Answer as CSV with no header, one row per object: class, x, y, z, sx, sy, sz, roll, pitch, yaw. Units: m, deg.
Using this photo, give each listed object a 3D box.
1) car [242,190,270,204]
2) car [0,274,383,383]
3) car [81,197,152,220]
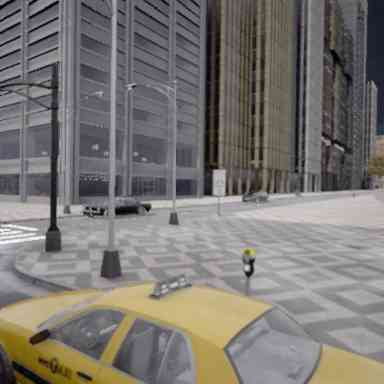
car,7.650,0.587,39.659,1.837,1.490,4.892,1,2,36
car,-0.419,1.491,3.269,4.829,1.417,1.752,1,1,36
car,-4.941,1.034,22.196,1.895,1.301,4.718,1,2,36
